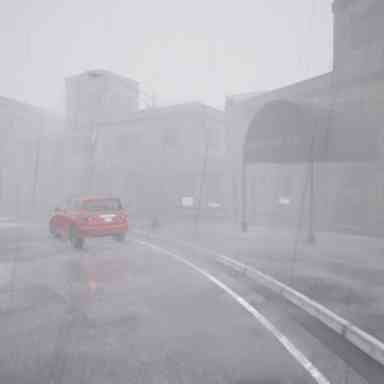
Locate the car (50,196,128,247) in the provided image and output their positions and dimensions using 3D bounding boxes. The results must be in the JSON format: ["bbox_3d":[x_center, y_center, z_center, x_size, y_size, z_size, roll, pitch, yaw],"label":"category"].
[{"bbox_3d":[-4.919,1.229,15.457,2.150,2.045,5.566,-2,1,-36],"label":"car"}]
